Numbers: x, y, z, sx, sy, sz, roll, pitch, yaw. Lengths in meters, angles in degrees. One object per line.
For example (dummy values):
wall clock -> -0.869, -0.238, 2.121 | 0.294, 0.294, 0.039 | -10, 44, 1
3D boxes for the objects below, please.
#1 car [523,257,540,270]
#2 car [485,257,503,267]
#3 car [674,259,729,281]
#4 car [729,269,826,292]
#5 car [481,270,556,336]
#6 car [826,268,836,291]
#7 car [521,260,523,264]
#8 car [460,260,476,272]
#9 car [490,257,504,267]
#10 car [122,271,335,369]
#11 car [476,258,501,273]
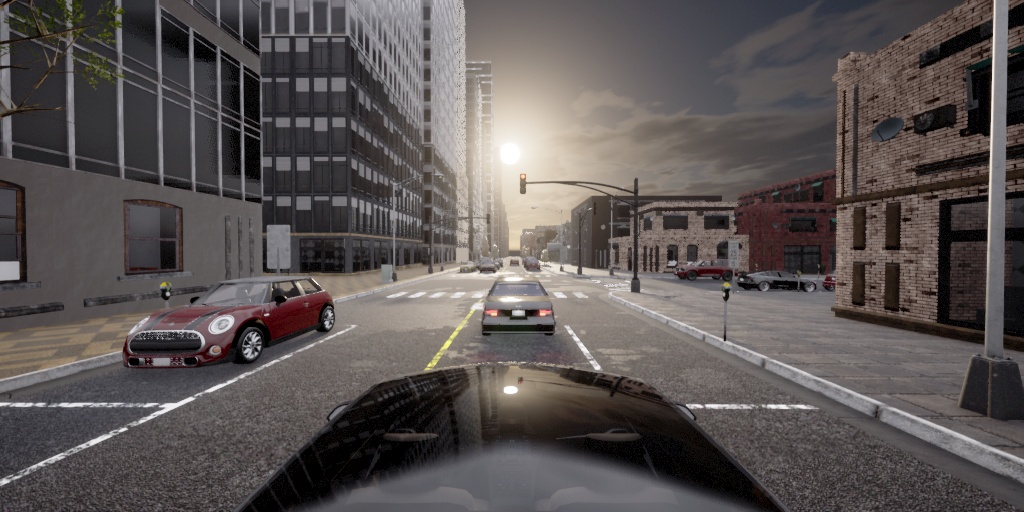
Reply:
car -> 2.999, 1.178, 51.280 | 1.967, 1.591, 4.097 | 0, 0, 0
car -> -2.773, 1.285, 53.733 | 2.033, 1.411, 5.357 | 0, 0, 0
car -> 16.699, 1.164, 30.911 | 5.009, 1.841, 2.192 | 0, 0, 1
car -> 16.540, 1.546, 22.533 | 4.313, 1.339, 1.948 | 0, 0, 1
car -> 0.153, 1.295, 10.364 | 2.033, 1.411, 5.357 | 0, 0, 0
car -> 22.087, 1.473, 22.427 | 4.097, 1.591, 1.967 | 0, 0, 1
car -> 3.070, 1.051, 62.568 | 2.192, 1.841, 5.009 | 0, 0, 0
car -> -5.555, 1.265, 45.575 | 1.751, 1.417, 4.829 | 0, 0, 0
car -> -2.665, 1.088, 63.953 | 2.097, 1.767, 4.553 | 0, 0, 1
car -> -5.656, 1.188, 7.797 | 1.967, 1.591, 4.097 | 0, 0, 0
car -> -2.834, 1.287, 43.590 | 2.033, 1.411, 5.357 | 0, 0, 0
